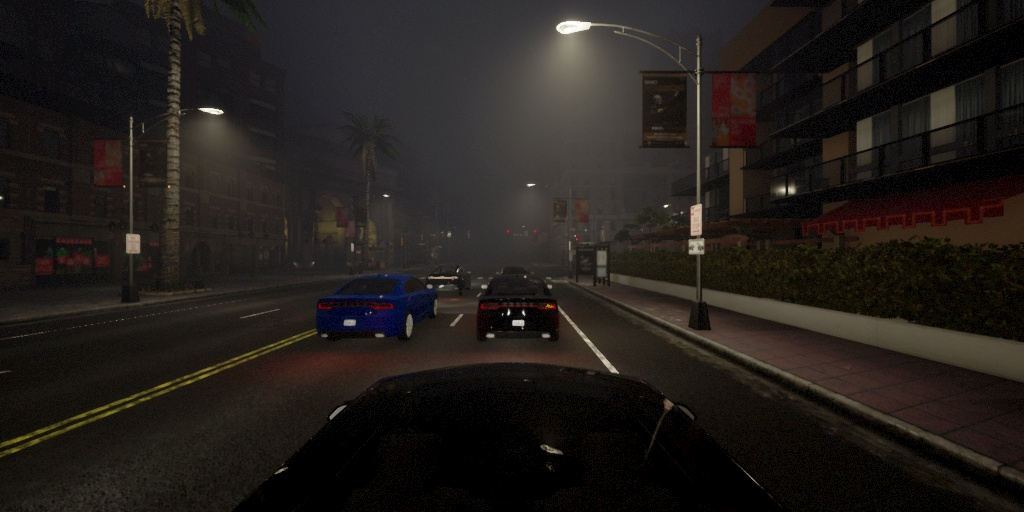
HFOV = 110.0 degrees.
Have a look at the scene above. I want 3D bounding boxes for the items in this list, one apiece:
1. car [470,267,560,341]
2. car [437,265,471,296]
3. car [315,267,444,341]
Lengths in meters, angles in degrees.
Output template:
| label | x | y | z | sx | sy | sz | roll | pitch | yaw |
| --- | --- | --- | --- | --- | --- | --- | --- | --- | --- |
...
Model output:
| label | x | y | z | sx | sy | sz | roll | pitch | yaw |
| --- | --- | --- | --- | --- | --- | --- | --- | --- | --- |
| car | 0.137 | 1.227 | 9.854 | 1.882 | 1.535 | 5.008 | 0 | 0 | 0 |
| car | -3.331 | 1.241 | 19.394 | 2.128 | 1.511 | 4.902 | 0 | 0 | 0 |
| car | -3.359 | 1.227 | 9.889 | 1.882 | 1.535 | 5.008 | 0 | 0 | 0 |
